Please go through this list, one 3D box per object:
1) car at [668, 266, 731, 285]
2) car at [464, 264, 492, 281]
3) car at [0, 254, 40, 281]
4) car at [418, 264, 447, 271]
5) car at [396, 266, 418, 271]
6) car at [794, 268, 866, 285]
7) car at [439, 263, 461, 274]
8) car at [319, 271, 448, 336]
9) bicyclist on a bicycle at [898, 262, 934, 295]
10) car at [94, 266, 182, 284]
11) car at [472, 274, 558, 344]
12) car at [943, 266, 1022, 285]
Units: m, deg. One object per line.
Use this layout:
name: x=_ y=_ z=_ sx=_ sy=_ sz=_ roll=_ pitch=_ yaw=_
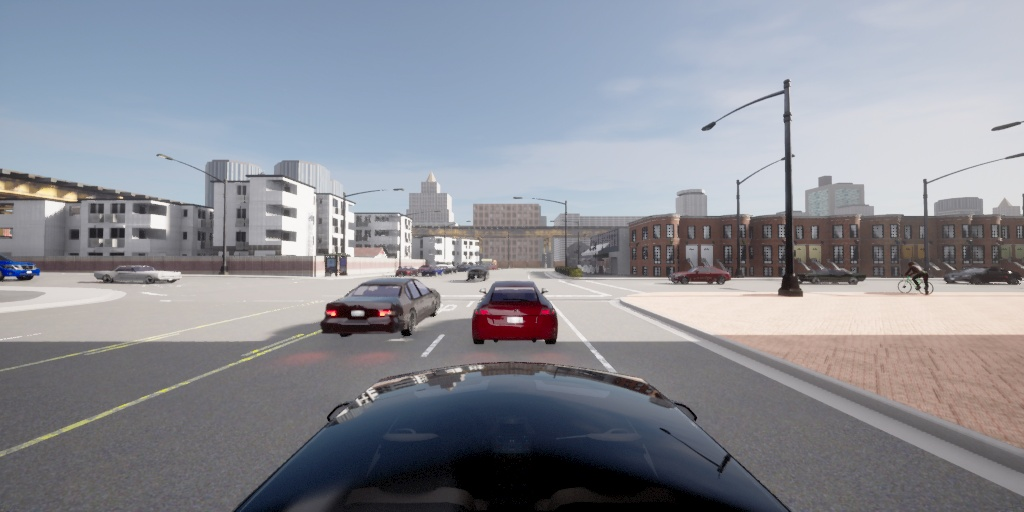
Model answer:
car: x=15.238 y=1.572 z=29.195 sx=4.674 sy=1.442 sz=1.812 roll=0 pitch=-1 yaw=1
car: x=-3.320 y=1.693 z=35.861 sx=1.837 sy=1.490 sz=4.892 roll=0 pitch=-1 yaw=1
car: x=-37.264 y=0.724 z=25.077 sx=5.566 sy=2.045 sz=2.150 roll=2 pitch=-1 yaw=-13
car: x=-10.184 y=1.989 z=46.217 sx=1.895 sy=1.301 sz=4.718 roll=0 pitch=-1 yaw=3
car: x=-13.671 y=1.962 z=46.697 sx=1.994 sy=1.385 sz=4.181 roll=0 pitch=-1 yaw=2
car: x=25.421 y=1.643 z=28.990 sx=4.718 sy=1.301 sz=1.895 roll=0 pitch=-1 yaw=1
car: x=-9.722 y=2.172 z=55.374 sx=1.895 sy=1.301 sz=4.718 roll=0 pitch=-1 yaw=4
car: x=-3.427 y=1.335 z=10.440 sx=2.033 sy=1.411 sz=5.357 roll=0 pitch=0 yaw=0
bicyclist on a bicycle: x=20.347 y=1.128 z=18.119 sx=0.582 sy=1.620 sz=1.656 roll=0 pitch=-1 yaw=1
car: x=-27.213 y=1.354 z=26.232 sx=4.718 sy=1.301 sz=1.895 roll=1 pitch=-1 yaw=-1
car: x=0.054 y=1.347 z=9.656 sx=1.994 sy=1.385 sz=4.181 roll=0 pitch=0 yaw=0
car: x=37.658 y=1.561 z=28.720 sx=4.674 sy=1.442 sz=1.812 roll=0 pitch=-1 yaw=1
